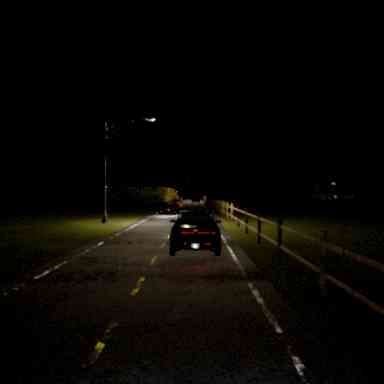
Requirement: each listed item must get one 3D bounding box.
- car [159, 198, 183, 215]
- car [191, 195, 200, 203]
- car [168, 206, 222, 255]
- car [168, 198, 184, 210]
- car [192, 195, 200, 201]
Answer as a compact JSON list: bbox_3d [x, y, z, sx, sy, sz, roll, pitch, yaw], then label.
[{"bbox_3d":[-2.351,1.667,35.660,1.994,1.385,4.181,1,0,1],"label":"car"},{"bbox_3d":[0.929,1.749,81.428,2.097,1.767,4.553,1,0,1],"label":"car"},{"bbox_3d":[0.142,1.546,13.470,1.837,1.490,4.892,1,0,1],"label":"car"},{"bbox_3d":[-2.226,1.674,46.459,1.882,1.535,5.008,1,0,1],"label":"car"},{"bbox_3d":[1.047,1.667,91.431,2.097,1.767,4.553,1,0,1],"label":"car"}]
